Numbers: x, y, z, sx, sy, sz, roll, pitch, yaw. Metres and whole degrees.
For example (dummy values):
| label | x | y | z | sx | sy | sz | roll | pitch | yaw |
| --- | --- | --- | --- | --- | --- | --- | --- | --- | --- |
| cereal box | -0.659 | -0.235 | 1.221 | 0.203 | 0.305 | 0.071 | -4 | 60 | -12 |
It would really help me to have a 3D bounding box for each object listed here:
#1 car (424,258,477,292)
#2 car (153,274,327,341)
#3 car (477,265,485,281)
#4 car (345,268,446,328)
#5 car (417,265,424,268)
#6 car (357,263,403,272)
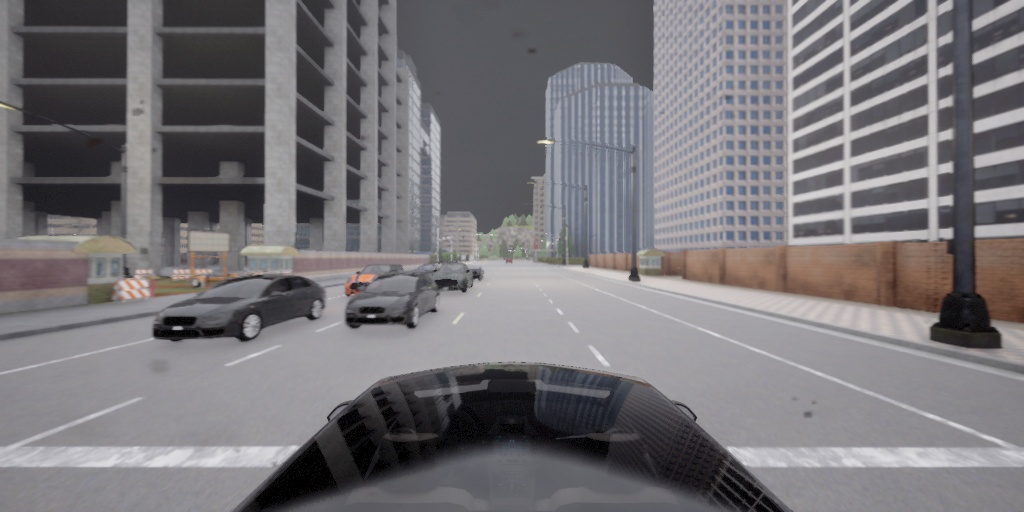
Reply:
| label | x | y | z | sx | sy | sz | roll | pitch | yaw |
| --- | --- | --- | --- | --- | --- | --- | --- | --- | --- |
| car | -3.570 | 1.184 | 21.712 | 2.097 | 1.767 | 4.553 | 0 | 0 | 0 |
| car | -7.094 | 1.289 | 10.041 | 1.837 | 1.490 | 4.892 | 0 | 0 | 0 |
| car | -3.492 | 1.474 | 31.748 | 1.895 | 1.301 | 4.718 | 0 | 0 | 0 |
| car | -3.593 | 1.295 | 11.586 | 1.837 | 1.490 | 4.892 | 0 | 0 | 0 |
| car | -7.008 | 1.412 | 29.845 | 2.033 | 1.411 | 5.357 | 0 | 0 | 1 |
| car | -7.077 | 1.174 | 19.248 | 2.097 | 1.767 | 4.553 | 0 | 0 | 0 |
